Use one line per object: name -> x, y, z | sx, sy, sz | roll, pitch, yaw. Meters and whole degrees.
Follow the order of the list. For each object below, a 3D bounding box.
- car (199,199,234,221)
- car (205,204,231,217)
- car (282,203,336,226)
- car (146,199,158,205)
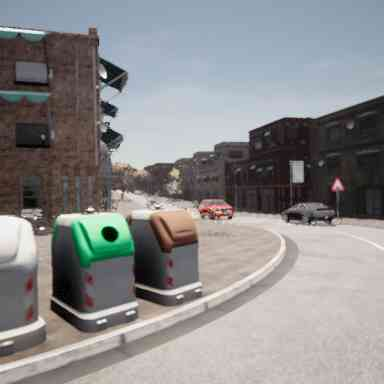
car -> 2.373, 1.784, 34.013 | 2.150, 2.045, 5.566 | -1, -2, -16
car -> 3.260, 2.302, 42.503 | 1.812, 1.442, 4.674 | -2, -2, -16
car -> 8.241, 1.539, 23.988 | 2.128, 1.511, 4.902 | -1, -2, -12
car -> -8.780, 2.282, 73.038 | 1.895, 1.301, 4.718 | -1, 2, -16
